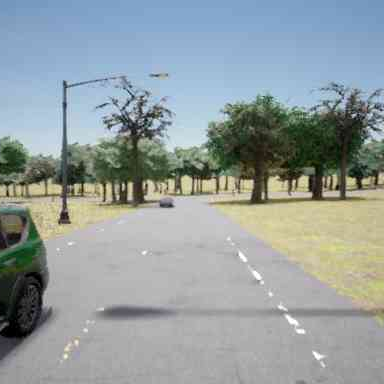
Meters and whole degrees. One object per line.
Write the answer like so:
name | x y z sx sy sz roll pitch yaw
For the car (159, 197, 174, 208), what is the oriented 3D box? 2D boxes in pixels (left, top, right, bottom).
car | -3.583 1.479 47.618 1.882 1.535 5.008 0 0 0

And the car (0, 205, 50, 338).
car | -3.602 1.220 3.686 2.150 2.045 5.566 0 0 0
